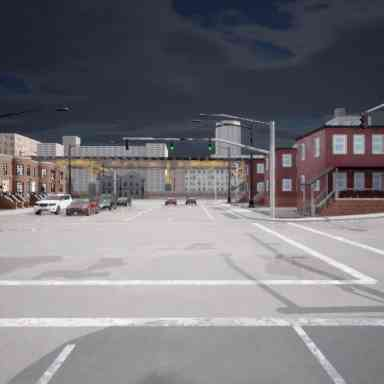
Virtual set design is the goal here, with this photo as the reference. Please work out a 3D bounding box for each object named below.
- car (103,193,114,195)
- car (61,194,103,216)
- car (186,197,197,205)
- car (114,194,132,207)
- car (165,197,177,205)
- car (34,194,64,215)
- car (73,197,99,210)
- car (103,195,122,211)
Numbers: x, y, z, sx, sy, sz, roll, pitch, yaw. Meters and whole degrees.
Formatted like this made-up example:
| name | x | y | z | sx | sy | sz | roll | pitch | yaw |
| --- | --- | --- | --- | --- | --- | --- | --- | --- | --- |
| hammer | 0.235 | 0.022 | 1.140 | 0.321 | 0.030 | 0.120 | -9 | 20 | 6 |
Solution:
| name | x | y | z | sx | sy | sz | roll | pitch | yaw |
| --- | --- | --- | --- | --- | --- | --- | --- | --- | --- |
| car | -14.205 | 1.227 | 55.661 | 2.150 | 2.045 | 5.566 | 0 | 0 | 0 |
| car | -10.672 | 1.355 | 32.623 | 2.097 | 1.767 | 4.553 | 0 | 0 | 0 |
| car | -0.147 | 1.532 | 58.542 | 1.812 | 1.442 | 4.674 | 0 | 0 | 0 |
| car | -10.711 | 1.483 | 52.012 | 1.882 | 1.535 | 5.008 | 0 | 0 | 0 |
| car | -3.542 | 1.532 | 56.725 | 1.812 | 1.442 | 4.674 | 0 | 0 | 0 |
| car | -14.187 | 1.226 | 34.448 | 2.150 | 2.045 | 5.566 | 0 | 0 | 0 |
| car | -14.207 | 1.482 | 44.937 | 1.882 | 1.535 | 5.008 | 0 | 0 | 0 |
| car | -10.702 | 1.496 | 41.771 | 2.128 | 1.511 | 4.902 | 0 | 0 | 0 |
